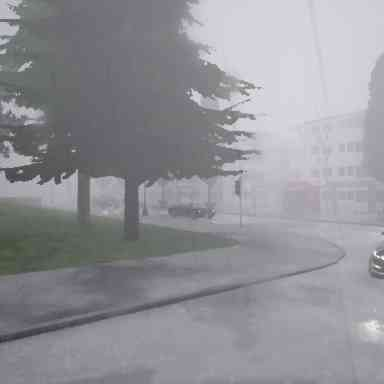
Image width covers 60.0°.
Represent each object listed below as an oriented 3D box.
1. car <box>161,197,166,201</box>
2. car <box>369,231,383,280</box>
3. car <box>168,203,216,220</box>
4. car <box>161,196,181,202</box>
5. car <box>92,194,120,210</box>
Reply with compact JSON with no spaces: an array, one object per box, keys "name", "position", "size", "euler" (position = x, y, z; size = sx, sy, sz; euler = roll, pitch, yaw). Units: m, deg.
[{"name":"car","position":[-5.277,1.515,83.150],"size":[4.536,1.218,1.853],"euler":[0,0,-6]},{"name":"car","position":[6.533,1.506,8.964],"size":[4.892,1.490,1.837],"euler":[0,3,-42]},{"name":"car","position":[-0.078,1.601,28.284],"size":[1.895,1.301,4.718],"euler":[0,0,-36]},{"name":"car","position":[-5.226,1.673,83.155],"size":[4.974,1.542,2.038],"euler":[0,0,-6]},{"name":"car","position":[-11.560,1.224,44.443],"size":[2.150,2.045,5.566],"euler":[0,0,-35]}]
